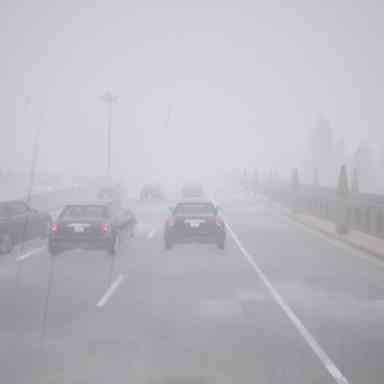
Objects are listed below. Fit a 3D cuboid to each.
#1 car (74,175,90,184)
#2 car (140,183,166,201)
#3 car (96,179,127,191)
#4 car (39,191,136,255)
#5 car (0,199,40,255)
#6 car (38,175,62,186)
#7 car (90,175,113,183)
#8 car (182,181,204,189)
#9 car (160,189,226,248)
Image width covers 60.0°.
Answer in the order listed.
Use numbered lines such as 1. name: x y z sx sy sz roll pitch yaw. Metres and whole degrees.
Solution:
1. car: -17.554 -2.074 53.681 1.994 1.385 4.181 0 5 0
2. car: -3.400 -0.070 29.147 1.837 1.490 4.892 0 5 0
3. car: -6.901 -0.069 29.141 1.837 1.490 4.892 0 5 0
4. car: -3.401 1.041 12.156 2.097 1.767 4.553 0 3 0
5. car: -6.902 1.041 12.155 2.097 1.767 4.553 0 3 0
6. car: -21.070 -1.814 49.568 1.882 1.535 5.008 0 5 0
7. car: -14.052 -2.066 53.380 2.033 1.411 5.357 0 5 1
8. car: 0.100 -0.244 30.873 1.882 1.535 5.008 0 5 0
9. car: 0.099 0.991 13.143 2.097 1.767 4.553 0 3 0
